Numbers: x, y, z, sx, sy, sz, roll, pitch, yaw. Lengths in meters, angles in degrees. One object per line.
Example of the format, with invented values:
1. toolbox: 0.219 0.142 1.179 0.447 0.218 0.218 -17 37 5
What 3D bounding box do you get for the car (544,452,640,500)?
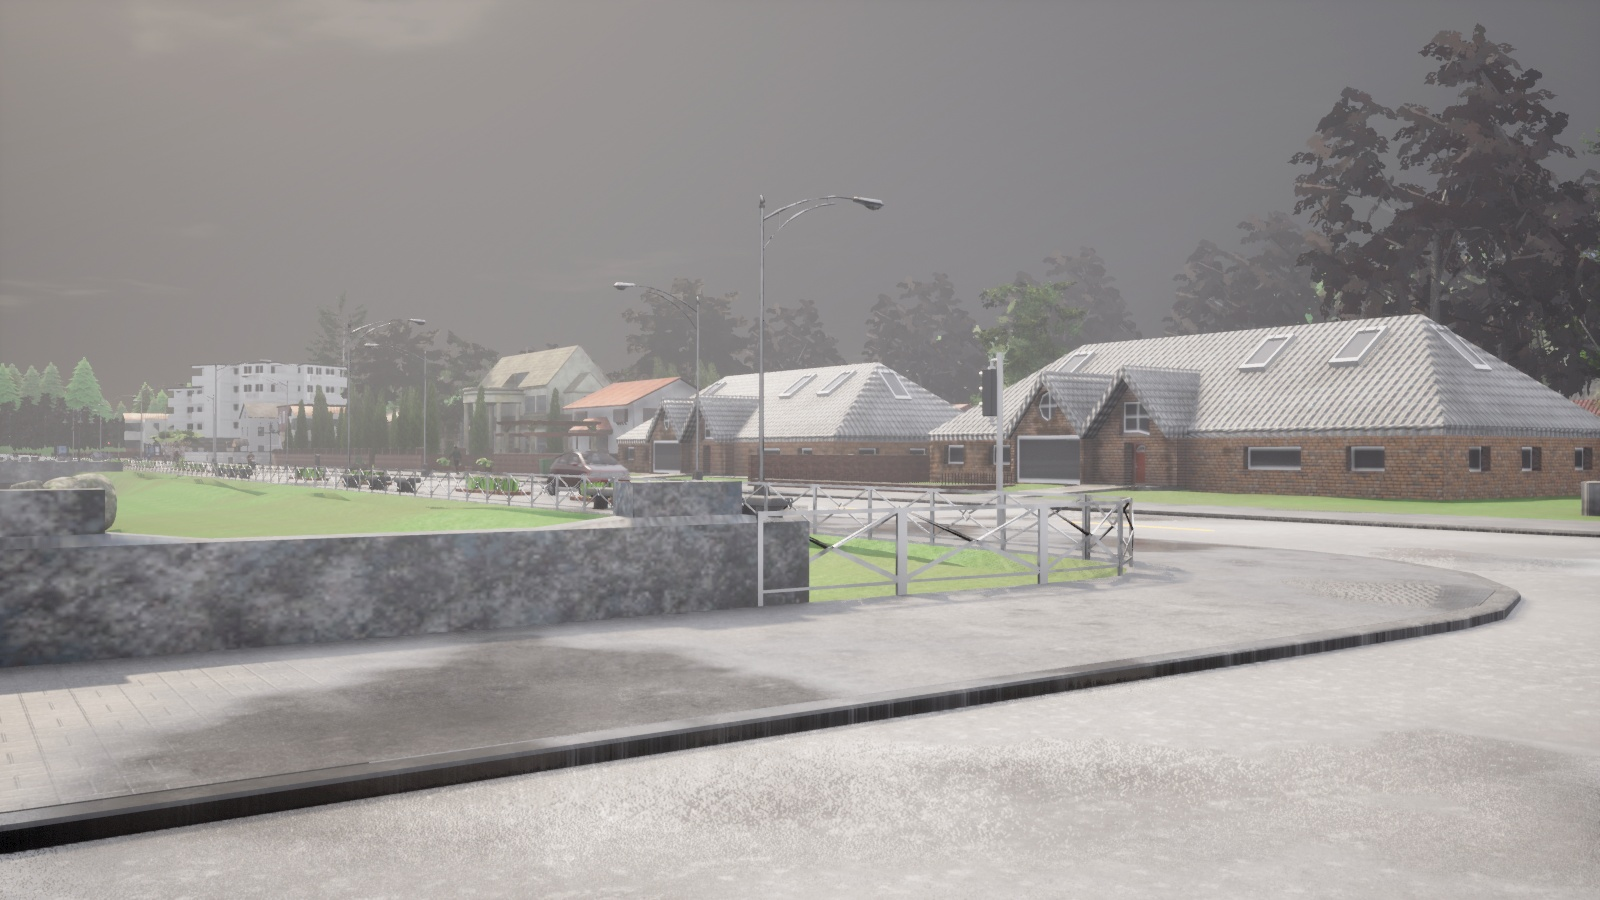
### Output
1. car: -7.067 0.842 42.396 1.789 1.549 3.705 0 0 -35
